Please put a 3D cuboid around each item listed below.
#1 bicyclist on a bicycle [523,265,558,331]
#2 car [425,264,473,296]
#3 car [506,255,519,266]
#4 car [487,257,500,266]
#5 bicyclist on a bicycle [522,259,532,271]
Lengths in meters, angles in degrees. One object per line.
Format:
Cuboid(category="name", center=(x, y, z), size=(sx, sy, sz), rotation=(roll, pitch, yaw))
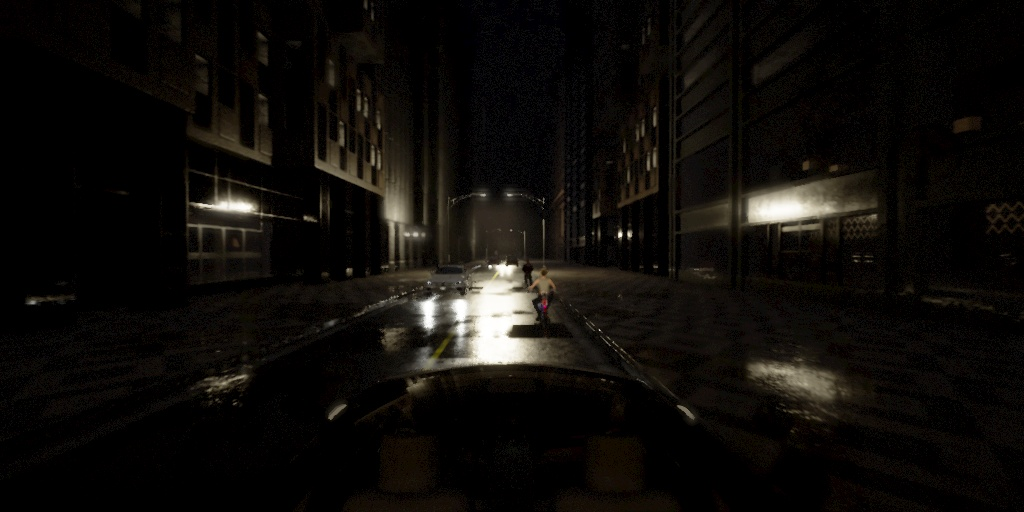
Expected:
Cuboid(category="bicyclist on a bicycle", center=(0.843, 1.137, 9.770), size=(0.866, 1.612, 1.509), rotation=(0, 0, 0))
Cuboid(category="car", center=(-3.107, 1.173, 18.429), size=(1.812, 1.442, 4.674), rotation=(0, 0, 0))
Cuboid(category="car", center=(0.068, 0.872, 57.846), size=(1.882, 1.535, 5.008), rotation=(0, 0, 0))
Cuboid(category="car", center=(-3.067, 0.935, 61.284), size=(1.994, 1.385, 4.181), rotation=(0, 0, 1))
Cuboid(category="bicyclist on a bicycle", center=(0.818, 1.016, 18.729), size=(0.659, 1.776, 1.843), rotation=(0, 1, 0))
